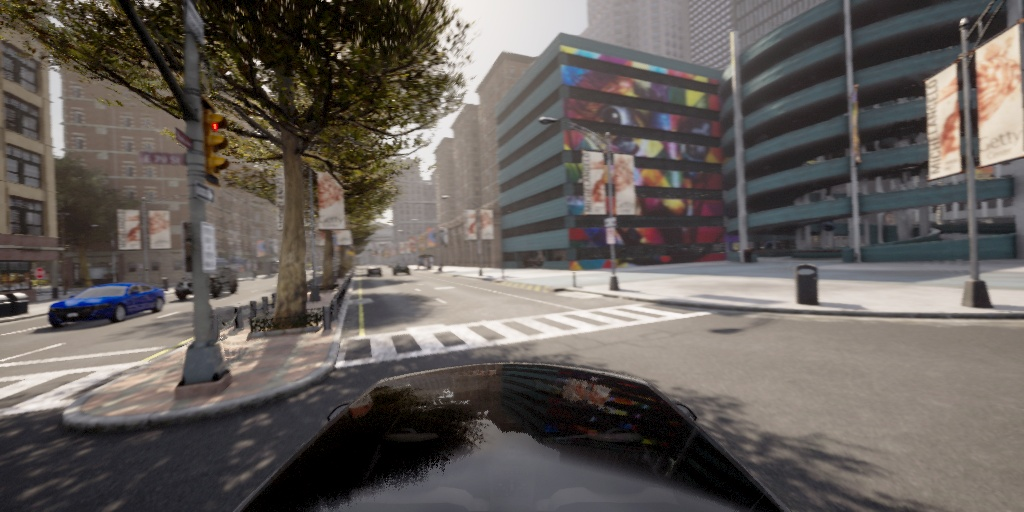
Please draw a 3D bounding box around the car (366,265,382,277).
[{"bbox_3d":[-18.855,2.011,49.110,2.128,1.511,4.902,-2,0,-23],"label":"car"}]

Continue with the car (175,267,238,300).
[{"bbox_3d":[-21.419,1.868,25.427,2.150,2.045,5.566,-2,0,-23],"label":"car"}]

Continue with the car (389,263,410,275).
[{"bbox_3d":[-15.697,1.734,50.682,2.097,1.767,4.553,-2,0,-23],"label":"car"}]

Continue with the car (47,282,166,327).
[{"bbox_3d":[-17.249,1.954,15.567,1.882,1.535,5.008,-2,0,-23],"label":"car"}]
